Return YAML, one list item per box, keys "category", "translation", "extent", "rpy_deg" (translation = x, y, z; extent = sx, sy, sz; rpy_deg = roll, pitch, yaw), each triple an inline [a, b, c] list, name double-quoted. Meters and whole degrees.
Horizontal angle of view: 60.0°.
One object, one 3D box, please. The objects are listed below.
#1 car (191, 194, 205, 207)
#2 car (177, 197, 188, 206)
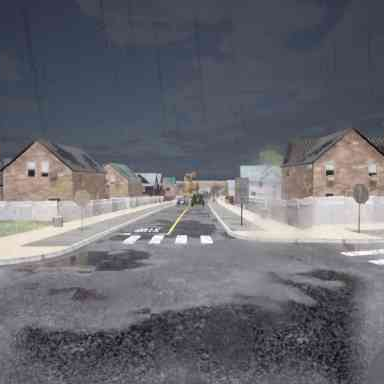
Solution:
- category: "car"
  translation: [0.969, 1.363, 53.824]
  extent: [2.150, 2.045, 5.566]
  rpy_deg: [0, 0, 2]
- category: "car"
  translation: [-1.629, 1.655, 58.071]
  extent: [2.128, 1.511, 4.902]
  rpy_deg: [0, 0, 2]
